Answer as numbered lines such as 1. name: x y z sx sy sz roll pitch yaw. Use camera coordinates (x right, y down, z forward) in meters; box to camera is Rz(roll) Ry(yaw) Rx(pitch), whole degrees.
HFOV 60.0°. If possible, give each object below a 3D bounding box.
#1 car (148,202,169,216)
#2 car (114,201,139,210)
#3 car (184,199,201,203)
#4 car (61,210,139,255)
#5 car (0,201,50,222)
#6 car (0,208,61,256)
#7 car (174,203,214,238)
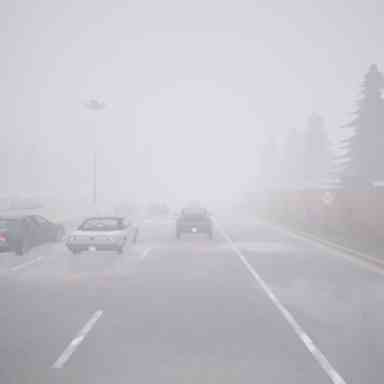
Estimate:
1. car: -3.386 1.715 34.579 1.895 1.301 4.718 0 0 0
2. car: -6.885 1.664 35.270 2.033 1.411 5.357 0 0 0
3. car: 0.087 1.630 41.759 2.128 1.511 4.902 0 0 0
4. car: -3.394 1.646 13.570 1.895 1.301 4.718 0 0 0
5. car: -13.988 1.533 27.719 2.128 1.511 4.902 0 0 0
6. car: -6.894 1.592 13.361 2.033 1.411 5.357 0 0 0
7. car: 0.108 1.563 18.126 1.837 1.490 4.892 0 -1 0
